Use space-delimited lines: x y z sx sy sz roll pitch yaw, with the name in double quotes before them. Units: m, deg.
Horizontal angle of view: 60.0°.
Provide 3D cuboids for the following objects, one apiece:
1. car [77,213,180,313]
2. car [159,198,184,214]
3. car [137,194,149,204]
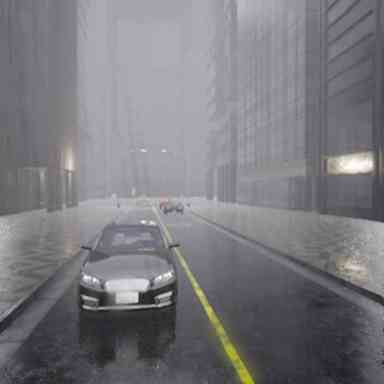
"car" -1.421 1.485 7.933 2.128 1.511 4.902 0 0 -8
"car" -2.029 1.572 34.336 1.895 1.301 4.718 0 0 -8
"car" -9.051 1.302 61.986 2.097 1.767 4.553 0 0 -8
